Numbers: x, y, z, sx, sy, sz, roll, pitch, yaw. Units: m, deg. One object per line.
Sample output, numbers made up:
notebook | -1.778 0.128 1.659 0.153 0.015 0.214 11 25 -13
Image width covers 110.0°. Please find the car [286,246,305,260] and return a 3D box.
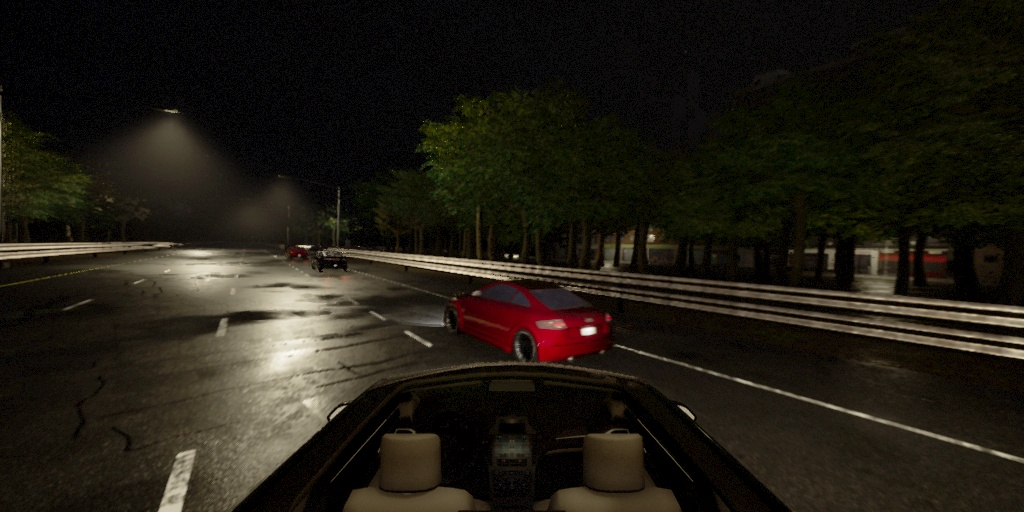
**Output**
car | -25.903 -0.327 43.263 1.812 1.442 4.674 1 1 -36

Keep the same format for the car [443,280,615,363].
car | 0.154 1.212 7.879 1.994 1.385 4.181 1 1 -36

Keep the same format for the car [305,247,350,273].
car | -13.432 0.358 26.325 2.128 1.511 4.902 1 1 -36
